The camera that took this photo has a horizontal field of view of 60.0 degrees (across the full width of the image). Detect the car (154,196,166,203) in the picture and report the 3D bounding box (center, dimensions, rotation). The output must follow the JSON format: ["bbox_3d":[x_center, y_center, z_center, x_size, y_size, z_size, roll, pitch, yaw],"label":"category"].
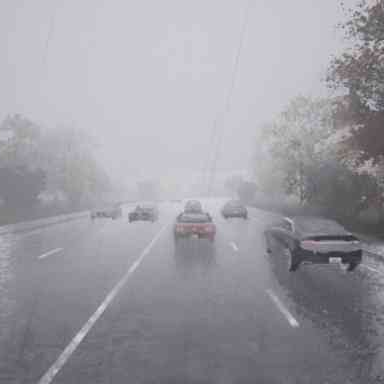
[{"bbox_3d":[-6.556,1.528,68.195,1.882,1.535,5.008,0,0,2],"label":"car"}]

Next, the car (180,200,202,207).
[{"bbox_3d":[0.111,1.577,35.641,2.033,1.411,5.357,0,0,0],"label":"car"}]

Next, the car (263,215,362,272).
[{"bbox_3d":[3.605,1.501,10.796,2.128,1.511,4.902,0,0,0],"label":"car"}]

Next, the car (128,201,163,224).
[{"bbox_3d":[-3.592,1.622,25.342,1.895,1.301,4.718,0,0,0],"label":"car"}]

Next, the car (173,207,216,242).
[{"bbox_3d":[0.104,1.615,16.426,1.895,1.301,4.718,0,0,0],"label":"car"}]

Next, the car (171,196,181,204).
[{"bbox_3d":[-3.155,1.574,66.139,1.812,1.442,4.674,0,0,3],"label":"car"}]

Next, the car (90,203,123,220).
[{"bbox_3d":[-7.088,1.587,27.916,1.994,1.385,4.181,0,0,0],"label":"car"}]

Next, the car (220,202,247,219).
[{"bbox_3d":[3.608,1.589,29.211,1.994,1.385,4.181,0,0,0],"label":"car"}]
